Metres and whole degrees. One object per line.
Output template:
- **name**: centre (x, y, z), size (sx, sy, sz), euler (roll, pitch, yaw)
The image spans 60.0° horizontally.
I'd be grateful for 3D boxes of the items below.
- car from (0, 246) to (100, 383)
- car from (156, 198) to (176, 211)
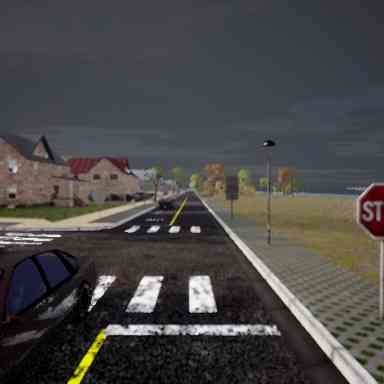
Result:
- **car**: centre (-2.744, 1.521, 4.399), size (2.033, 1.411, 5.357), euler (0, 0, 0)
- **car**: centre (-2.740, 1.305, 35.658), size (1.994, 1.385, 4.181), euler (0, 1, 0)
